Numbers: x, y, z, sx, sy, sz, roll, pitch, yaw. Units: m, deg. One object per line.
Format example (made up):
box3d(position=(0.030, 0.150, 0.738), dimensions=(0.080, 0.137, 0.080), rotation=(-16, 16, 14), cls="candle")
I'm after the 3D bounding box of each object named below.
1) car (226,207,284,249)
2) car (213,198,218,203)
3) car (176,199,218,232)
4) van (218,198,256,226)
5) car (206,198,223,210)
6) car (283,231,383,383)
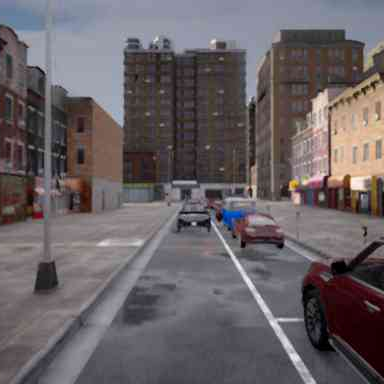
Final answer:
box3d(position=(2.661, 1.504, 13.958), dimensions=(1.802, 1.307, 4.206), rotation=(1, 0, 0), cls="car")
box3d(position=(2.667, 1.422, 24.834), dimensions=(1.887, 1.381, 4.507), rotation=(1, 0, 0), cls="car")
box3d(position=(0.109, 1.391, 19.349), dimensions=(2.128, 1.511, 4.902), rotation=(0, 0, 0), cls="car")
box3d(position=(2.669, 1.240, 19.395), dimensions=(1.690, 1.788, 3.998), rotation=(1, 0, 0), cls="van")
box3d(position=(2.676, 1.413, 41.149), dimensions=(1.802, 1.307, 4.206), rotation=(1, 0, 0), cls="car")
box3d(position=(2.661, 1.295, 3.081), dimensions=(2.192, 1.841, 5.009), rotation=(1, 0, 0), cls="car")
